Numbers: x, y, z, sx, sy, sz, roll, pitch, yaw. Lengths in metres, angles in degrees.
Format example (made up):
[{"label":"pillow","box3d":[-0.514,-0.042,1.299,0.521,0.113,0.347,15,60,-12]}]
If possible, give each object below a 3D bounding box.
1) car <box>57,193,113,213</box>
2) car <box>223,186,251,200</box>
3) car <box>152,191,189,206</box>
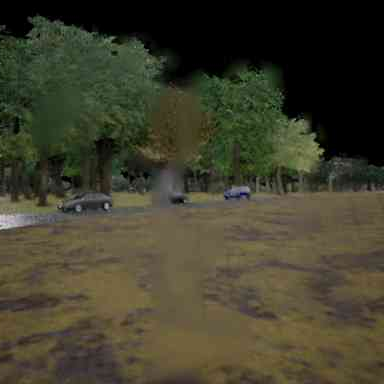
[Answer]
[{"label":"car","box3d":[-8.813,0.869,27.776,1.837,1.490,4.892,-1,0,35]},{"label":"car","box3d":[6.847,0.168,49.845,2.150,2.045,5.566,-1,0,36]},{"label":"car","box3d":[-2.356,0.664,36.894,1.882,1.535,5.008,-1,0,35]}]
